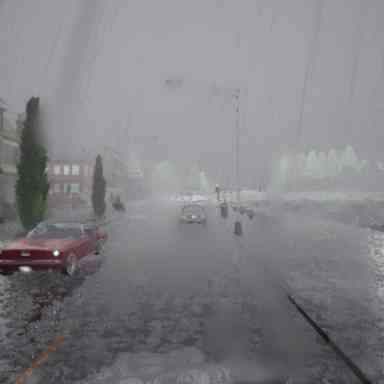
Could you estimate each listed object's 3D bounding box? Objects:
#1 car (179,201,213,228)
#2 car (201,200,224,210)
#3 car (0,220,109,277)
[{"bbox_3d":[0.101,1.538,22.287,2.033,1.411,5.357,0,0,0],"label":"car"},{"bbox_3d":[2.145,1.585,41.137,1.895,1.301,4.718,0,0,32],"label":"car"},{"bbox_3d":[-4.098,1.597,10.408,1.895,1.301,4.718,0,0,0],"label":"car"}]
